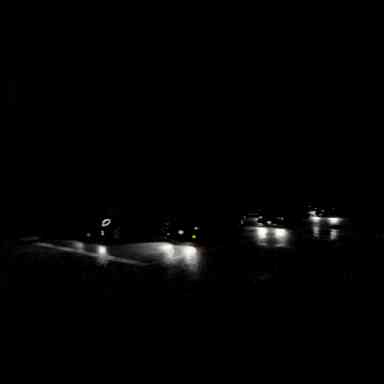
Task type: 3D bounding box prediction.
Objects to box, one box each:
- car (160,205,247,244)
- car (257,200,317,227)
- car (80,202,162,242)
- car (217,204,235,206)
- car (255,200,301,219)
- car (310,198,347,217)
[{"bbox_3d":[0.746,1.550,15.875,1.994,1.385,4.181,0,0,39],"label":"car"},{"bbox_3d":[6.528,1.529,23.081,2.033,1.411,5.357,0,0,39],"label":"car"},{"bbox_3d":[-3.212,1.332,16.535,2.097,1.767,4.553,0,0,39],"label":"car"},{"bbox_3d":[2.162,1.543,23.242,1.994,1.385,4.181,0,0,38],"label":"car"},{"bbox_3d":[7.955,1.493,30.452,2.033,1.411,5.357,0,0,39],"label":"car"},{"bbox_3d":[13.058,1.426,31.211,1.837,1.490,4.892,0,1,39],"label":"car"}]
